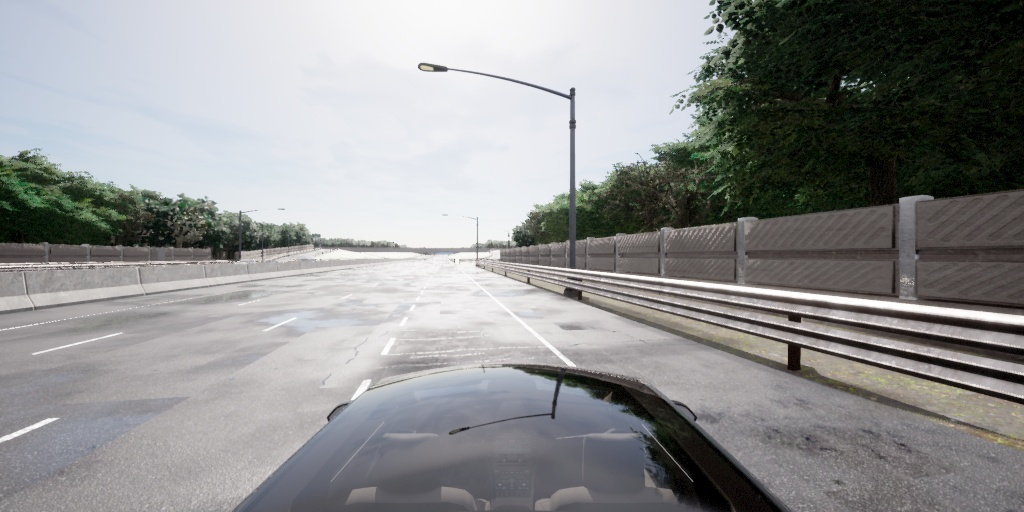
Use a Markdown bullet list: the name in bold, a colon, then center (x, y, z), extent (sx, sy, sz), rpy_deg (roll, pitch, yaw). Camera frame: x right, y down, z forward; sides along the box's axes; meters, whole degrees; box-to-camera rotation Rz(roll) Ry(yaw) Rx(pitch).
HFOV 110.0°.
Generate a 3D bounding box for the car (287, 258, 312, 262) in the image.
- **car**: center (-30.647, 1.148, 52.458), extent (2.097, 1.767, 4.553), rpy_deg (0, 0, -10)
